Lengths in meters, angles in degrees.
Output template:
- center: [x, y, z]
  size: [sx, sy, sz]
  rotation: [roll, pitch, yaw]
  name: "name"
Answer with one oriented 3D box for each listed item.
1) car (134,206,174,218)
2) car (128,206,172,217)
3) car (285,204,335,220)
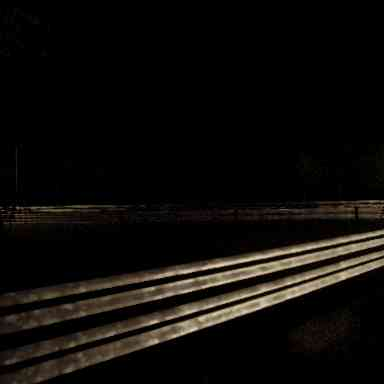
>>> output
- center: [-4.795, 2.506, 42.009]
  size: [4.718, 1.301, 1.895]
  rotation: [-1, 0, 4]
  name: "car"
- center: [-5.046, 2.376, 38.517]
  size: [4.902, 1.511, 2.128]
  rotation: [-1, 0, 4]
  name: "car"
- center: [12.024, 2.005, 33.950]
  size: [4.892, 1.490, 1.837]
  rotation: [-1, 0, 4]
  name: "car"
